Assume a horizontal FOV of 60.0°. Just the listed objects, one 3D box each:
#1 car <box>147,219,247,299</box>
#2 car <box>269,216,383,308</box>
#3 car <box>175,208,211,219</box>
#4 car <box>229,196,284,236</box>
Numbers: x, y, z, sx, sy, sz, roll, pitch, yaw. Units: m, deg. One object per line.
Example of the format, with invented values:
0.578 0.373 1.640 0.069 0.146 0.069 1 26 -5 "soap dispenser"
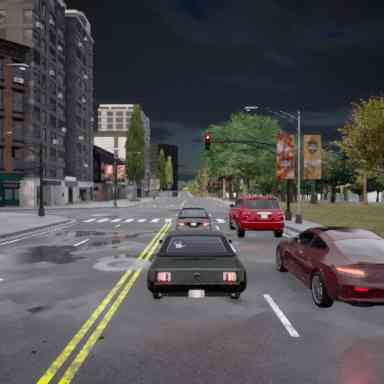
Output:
0.087 1.599 8.390 1.895 1.301 4.718 0 0 0 "car"
3.340 1.524 7.787 1.812 1.442 4.674 0 0 0 "car"
0.072 1.544 17.983 2.033 1.411 5.357 0 0 0 "car"
3.321 1.218 17.942 2.150 2.045 5.566 0 0 0 "car"
